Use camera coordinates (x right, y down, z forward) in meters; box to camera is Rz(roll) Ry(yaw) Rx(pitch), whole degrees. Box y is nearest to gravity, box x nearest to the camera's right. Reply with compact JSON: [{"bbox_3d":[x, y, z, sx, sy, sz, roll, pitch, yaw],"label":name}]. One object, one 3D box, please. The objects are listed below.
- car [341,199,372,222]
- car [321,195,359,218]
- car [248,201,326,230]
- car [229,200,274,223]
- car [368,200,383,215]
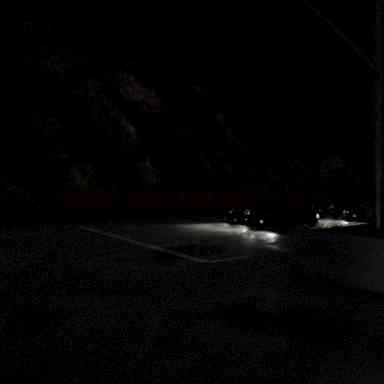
[{"bbox_3d":[14.507,1.582,27.157,4.674,1.442,1.812,0,0,-35],"label":"car"},{"bbox_3d":[13.476,1.281,30.699,5.566,2.045,2.150,0,0,-35],"label":"car"},{"bbox_3d":[6.125,1.540,21.238,4.892,1.490,1.837,0,0,-35],"label":"car"},{"bbox_3d":[4.890,1.390,24.658,4.553,1.767,2.097,0,0,-35],"label":"car"},{"bbox_3d":[21.239,1.605,36.212,4.674,1.442,1.812,0,0,-35],"label":"car"}]
